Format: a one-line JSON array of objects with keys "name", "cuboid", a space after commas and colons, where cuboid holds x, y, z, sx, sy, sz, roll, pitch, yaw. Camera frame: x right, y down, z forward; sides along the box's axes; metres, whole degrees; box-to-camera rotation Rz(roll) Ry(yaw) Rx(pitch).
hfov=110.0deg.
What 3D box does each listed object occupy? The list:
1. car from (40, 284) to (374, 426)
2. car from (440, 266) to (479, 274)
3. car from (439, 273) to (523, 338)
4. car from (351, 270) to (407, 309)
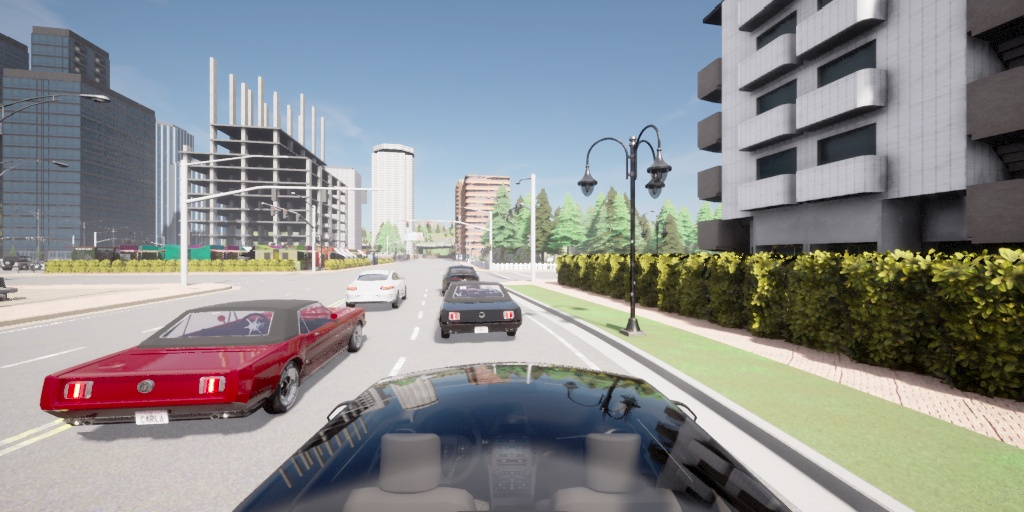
[{"name": "car", "cuboid": [-3.909, 1.351, 5.846, 1.895, 1.301, 4.718, 0, 0, -7]}, {"name": "car", "cuboid": [-2.788, 1.255, 19.248, 1.837, 1.490, 4.892, 0, 0, -12]}, {"name": "car", "cuboid": [-1.038, 1.351, 10.157, 1.895, 1.301, 4.718, 0, 0, -9]}, {"name": "car", "cuboid": [-5.447, 1.276, 14.730, 1.812, 1.442, 4.674, 0, 0, -11]}]
